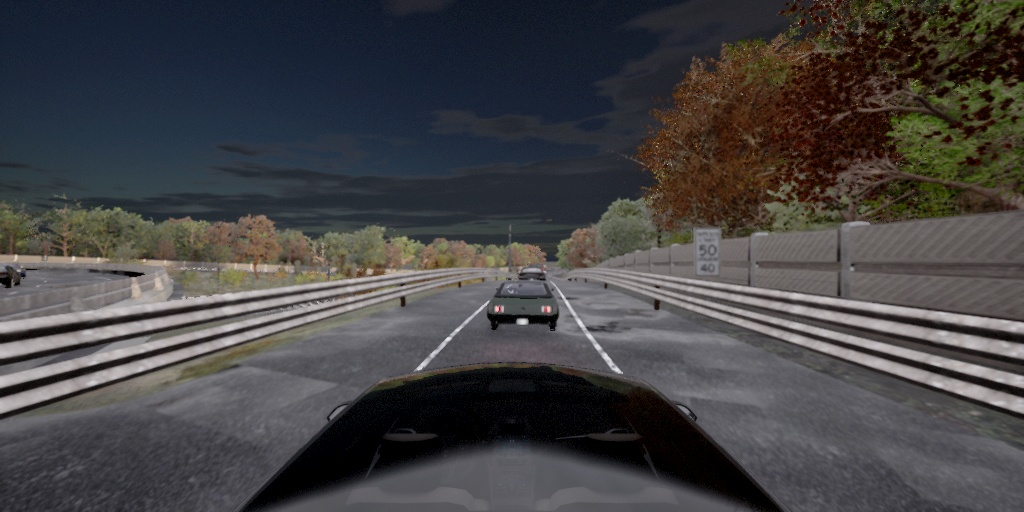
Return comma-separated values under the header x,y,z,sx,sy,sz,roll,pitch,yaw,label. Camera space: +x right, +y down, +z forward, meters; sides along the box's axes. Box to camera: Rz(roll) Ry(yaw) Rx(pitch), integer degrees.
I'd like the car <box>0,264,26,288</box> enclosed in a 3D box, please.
x,y,z,sx,sy,sz,roll,pitch,yaw,label
-34.132,1.330,23.566,5.008,1.535,1.882,0,-1,42,car

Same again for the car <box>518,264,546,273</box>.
x,y,z,sx,sy,sz,roll,pitch,yaw,label
1.441,1.491,25.792,1.882,1.535,5.008,0,-2,4,car

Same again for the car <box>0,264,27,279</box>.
x,y,z,sx,sy,sz,roll,pitch,yaw,label
-49.067,1.471,34.855,4.181,1.385,1.994,0,0,32,car

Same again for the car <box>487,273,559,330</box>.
x,y,z,sx,sy,sz,roll,pitch,yaw,label
0.404,1.405,11.401,1.895,1.301,4.718,0,0,3,car
